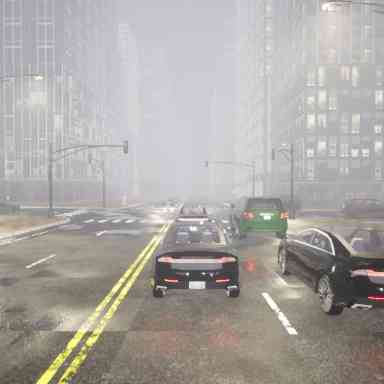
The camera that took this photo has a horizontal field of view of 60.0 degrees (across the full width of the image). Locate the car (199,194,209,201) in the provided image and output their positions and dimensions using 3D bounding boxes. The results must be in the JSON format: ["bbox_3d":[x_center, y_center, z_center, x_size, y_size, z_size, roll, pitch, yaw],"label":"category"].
[{"bbox_3d":[3.035,1.513,81.306,1.895,1.301,4.718,0,0,0],"label":"car"}]

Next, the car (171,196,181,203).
[{"bbox_3d":[-3.438,1.493,70.617,1.994,1.385,4.181,0,0,0],"label":"car"}]

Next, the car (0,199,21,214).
[{"bbox_3d":[-19.481,1.408,33.185,4.181,1.385,1.994,1,1,1],"label":"car"}]

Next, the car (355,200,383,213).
[{"bbox_3d":[21.708,1.642,38.407,4.829,1.417,1.752,1,0,1],"label":"car"}]

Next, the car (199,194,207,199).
[{"bbox_3d":[3.008,1.294,91.278,1.994,1.385,4.181,0,0,0],"label":"car"}]

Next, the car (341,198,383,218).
[{"bbox_3d":[16.121,1.519,30.106,5.009,1.841,2.192,1,0,1],"label":"car"}]

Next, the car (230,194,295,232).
[{"bbox_3d":[3.304,1.213,17.335,2.150,2.045,5.566,0,0,0],"label":"car"}]

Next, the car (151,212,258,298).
[{"bbox_3d":[0.078,1.488,8.502,2.128,1.511,4.902,0,0,0],"label":"car"}]

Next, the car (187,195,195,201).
[{"bbox_3d":[-0.214,1.458,80.853,2.033,1.411,5.357,0,0,0],"label":"car"}]

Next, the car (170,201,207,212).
[{"bbox_3d":[0.052,1.482,17.687,2.128,1.511,4.902,0,0,0],"label":"car"}]

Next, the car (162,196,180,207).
[{"bbox_3d":[-3.478,1.455,51.380,2.128,1.511,4.902,0,0,0],"label":"car"}]

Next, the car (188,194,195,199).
[{"bbox_3d":[-0.242,1.337,91.300,1.895,1.301,4.718,0,0,0],"label":"car"}]

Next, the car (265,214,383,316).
[{"bbox_3d":[3.327,1.488,7.493,2.128,1.511,4.902,0,0,0],"label":"car"}]

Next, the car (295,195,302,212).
[{"bbox_3d":[9.004,1.270,35.983,5.566,2.045,2.150,1,1,0],"label":"car"}]
